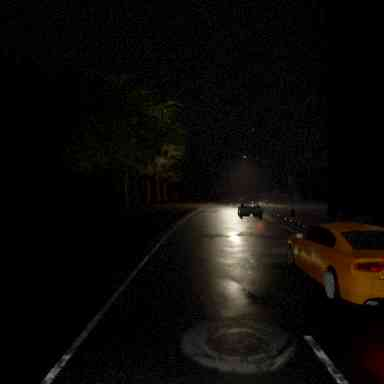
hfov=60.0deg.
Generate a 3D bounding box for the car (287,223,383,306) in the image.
[{"bbox_3d":[3.761,1.482,8.108,1.882,1.535,5.008,0,0,1],"label":"car"}]

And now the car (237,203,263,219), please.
[{"bbox_3d":[4.961,1.600,28.924,1.895,1.301,4.718,0,0,5],"label":"car"}]
